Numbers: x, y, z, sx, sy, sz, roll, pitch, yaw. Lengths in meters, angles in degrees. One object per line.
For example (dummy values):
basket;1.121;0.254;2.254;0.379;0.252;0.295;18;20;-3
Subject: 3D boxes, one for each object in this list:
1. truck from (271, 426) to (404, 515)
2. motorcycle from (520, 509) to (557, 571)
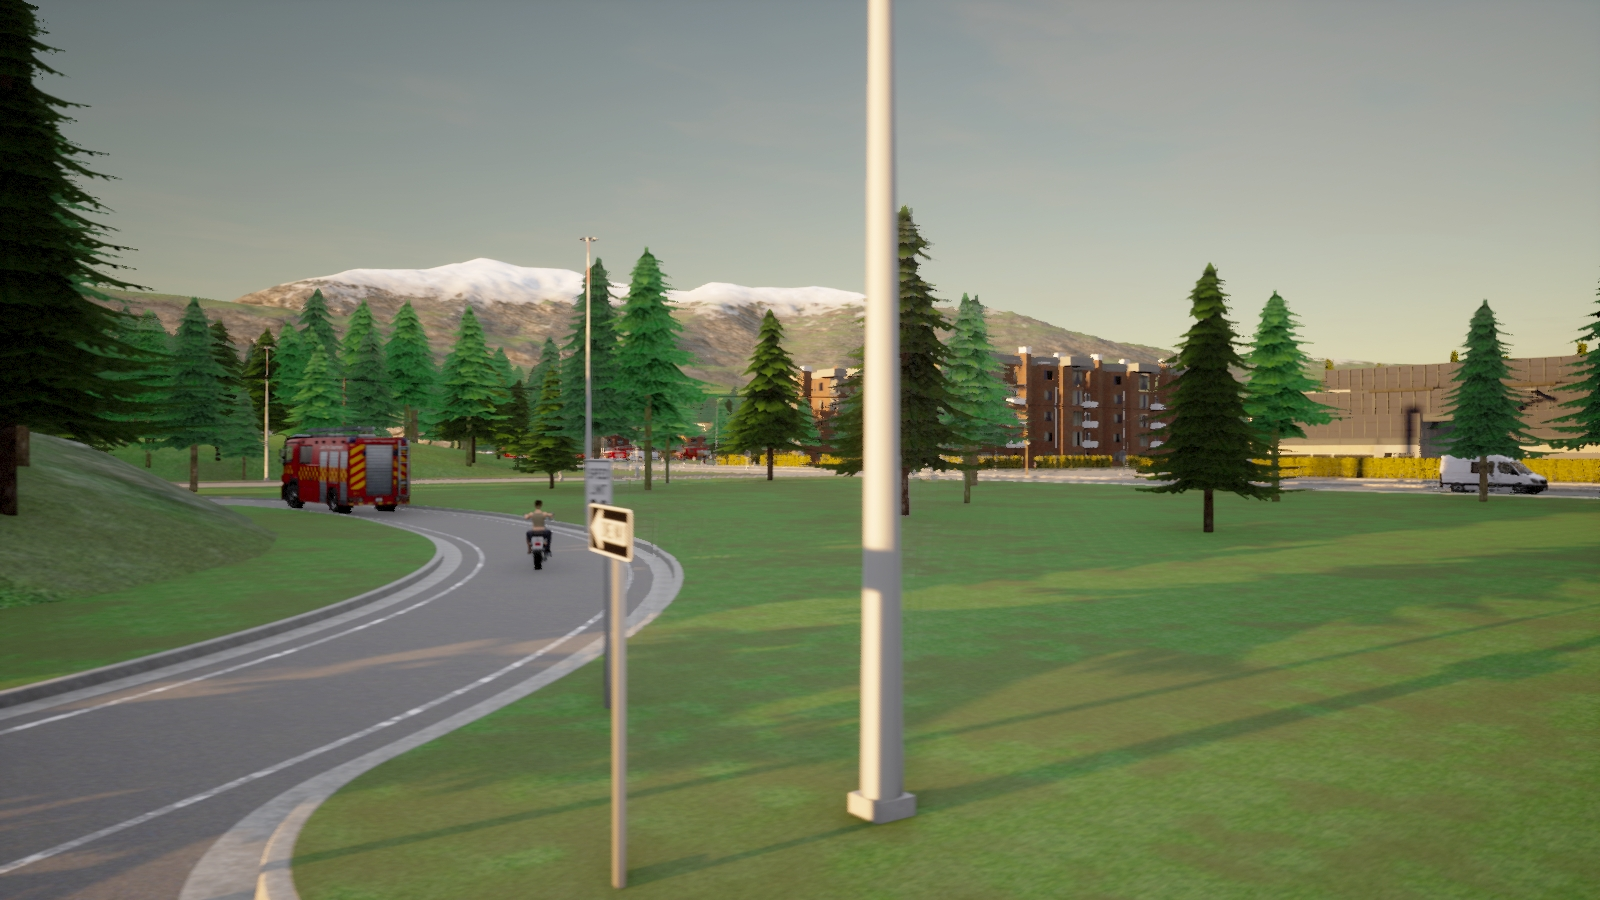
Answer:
truck;-21.691;0.890;53.325;2.891;3.827;8.468;0;0;-43
motorcycle;-6.319;2.155;27.693;0.764;1.307;2.356;-1;0;-11
